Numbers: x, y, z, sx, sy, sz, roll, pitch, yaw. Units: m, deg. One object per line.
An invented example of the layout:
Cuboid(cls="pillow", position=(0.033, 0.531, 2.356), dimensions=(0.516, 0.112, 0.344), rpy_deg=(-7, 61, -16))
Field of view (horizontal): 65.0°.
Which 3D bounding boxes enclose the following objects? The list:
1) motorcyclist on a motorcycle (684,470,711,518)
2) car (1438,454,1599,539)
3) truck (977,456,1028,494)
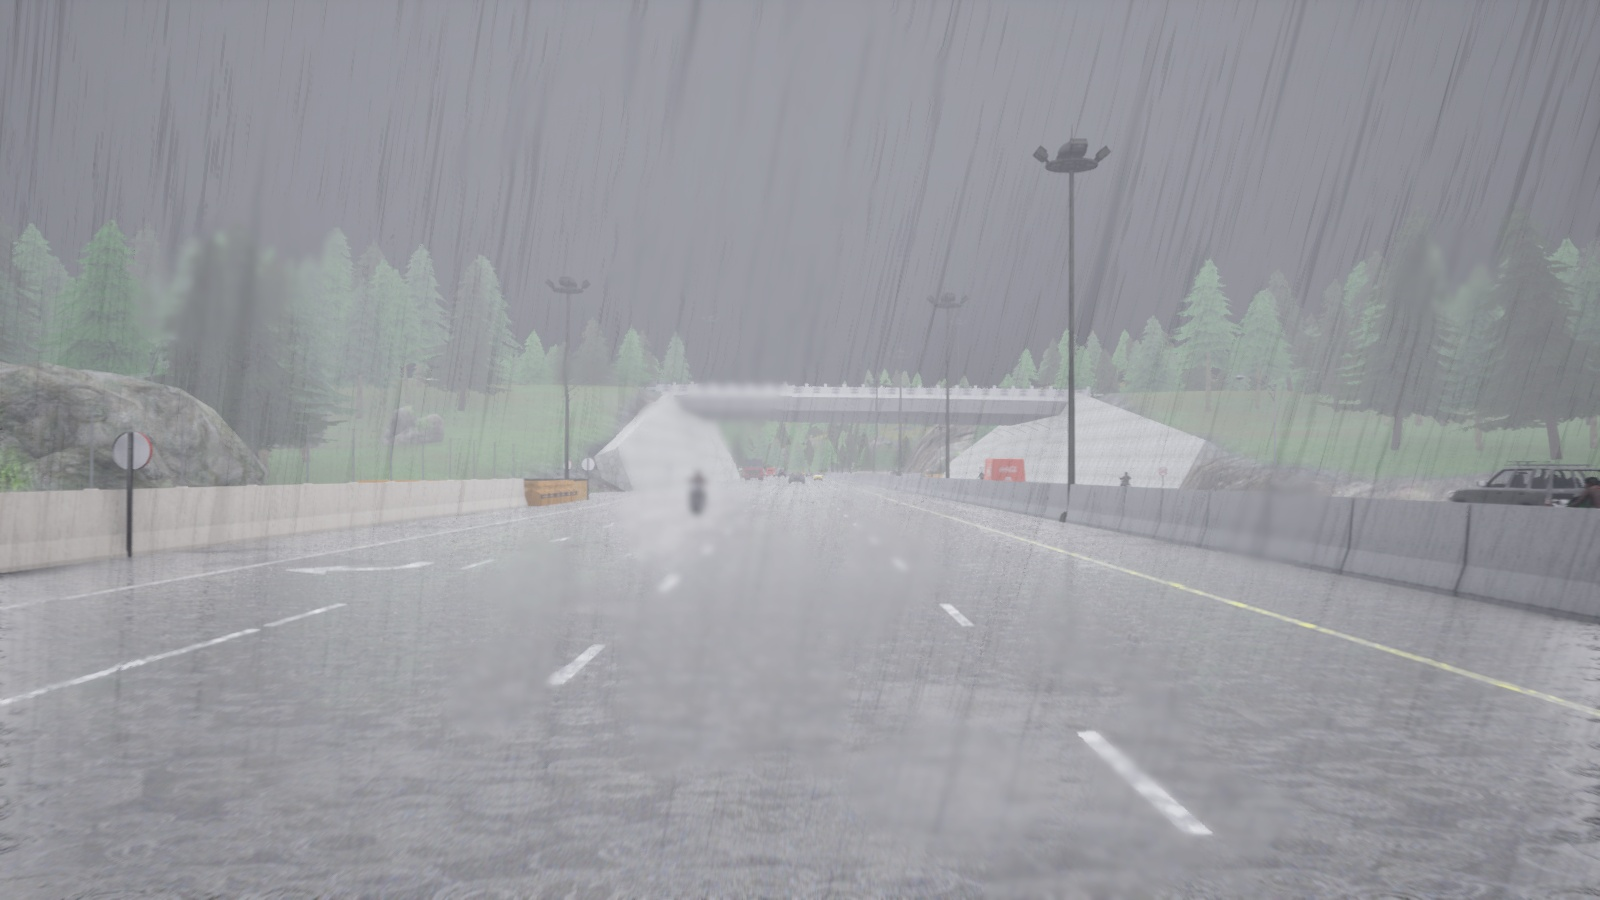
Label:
Cuboid(cls="motorcyclist on a motorcycle", position=(-3.608, 1.522, 44.403), dimensions=(0.766, 1.649, 2.350), rpy_deg=(0, -1, 0))
Cuboid(cls="car", position=(17.426, 1.065, 30.072), dimensions=(1.932, 1.855, 4.605), rpy_deg=(0, -1, 0))
Cuboid(cls="truck", position=(13.790, 1.709, 85.800), dimensions=(2.627, 2.467, 5.204), rpy_deg=(0, -1, 0))
